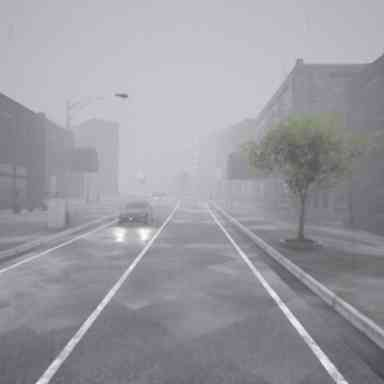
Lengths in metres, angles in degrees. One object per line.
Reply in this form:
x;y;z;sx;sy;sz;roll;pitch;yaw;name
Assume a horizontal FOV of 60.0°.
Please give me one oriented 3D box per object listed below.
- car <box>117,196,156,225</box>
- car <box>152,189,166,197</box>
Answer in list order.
-3.597;1.290;21.961;1.837;1.490;4.892;0;1;0;car
-6.342;0.165;63.435;1.812;1.442;4.674;1;2;-17;car
